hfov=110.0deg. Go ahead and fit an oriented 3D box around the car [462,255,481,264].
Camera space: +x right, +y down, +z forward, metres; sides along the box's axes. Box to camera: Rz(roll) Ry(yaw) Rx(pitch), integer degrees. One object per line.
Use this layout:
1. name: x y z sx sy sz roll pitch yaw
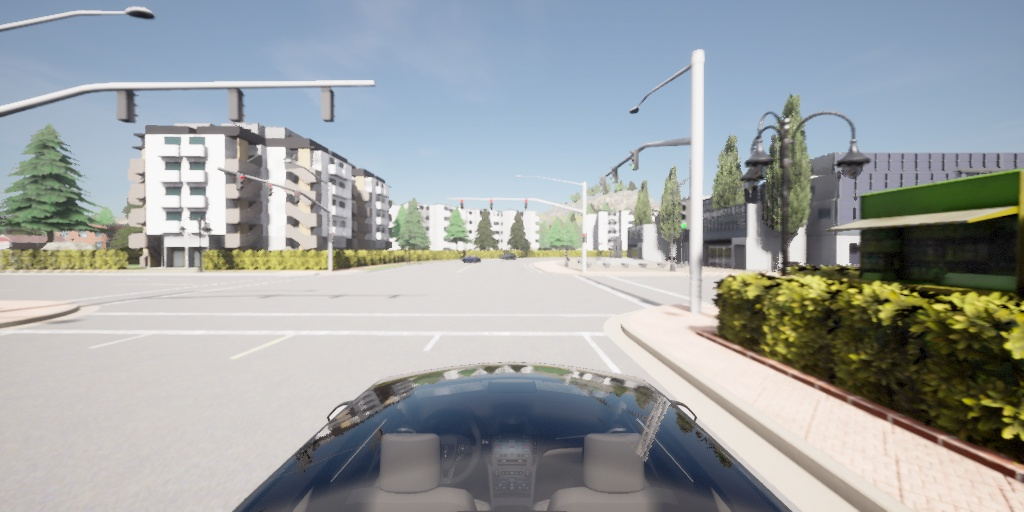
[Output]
1. car: -6.292 0.518 55.646 1.895 1.301 4.718 0 1 11
